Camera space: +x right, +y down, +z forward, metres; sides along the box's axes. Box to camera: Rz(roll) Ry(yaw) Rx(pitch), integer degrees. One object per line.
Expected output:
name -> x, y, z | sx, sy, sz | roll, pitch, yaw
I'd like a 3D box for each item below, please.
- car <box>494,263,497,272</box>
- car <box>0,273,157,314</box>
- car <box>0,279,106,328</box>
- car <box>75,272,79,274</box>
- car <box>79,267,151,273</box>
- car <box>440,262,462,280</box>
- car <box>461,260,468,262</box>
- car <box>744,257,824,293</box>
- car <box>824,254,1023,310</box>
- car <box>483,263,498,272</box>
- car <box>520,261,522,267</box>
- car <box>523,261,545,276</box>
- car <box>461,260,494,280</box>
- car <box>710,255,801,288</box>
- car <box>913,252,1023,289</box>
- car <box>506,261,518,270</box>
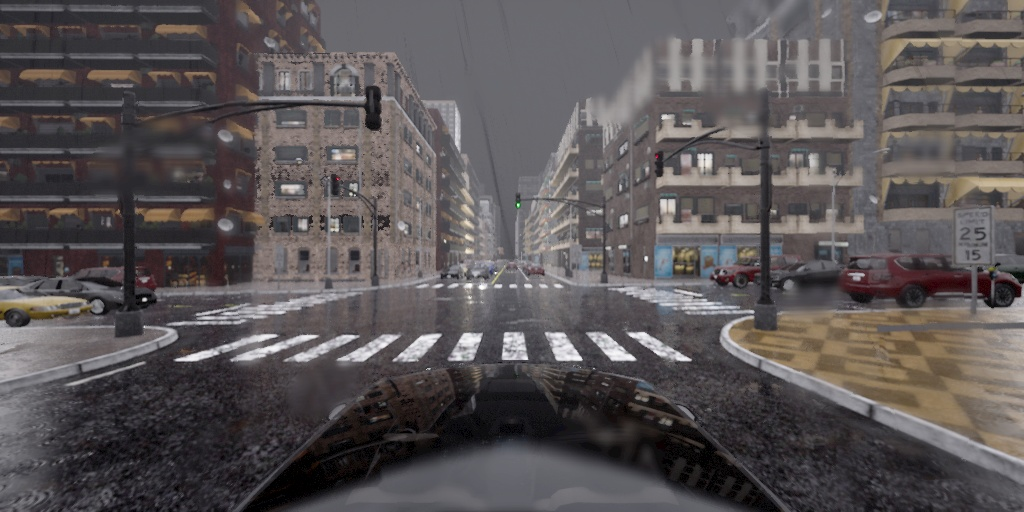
car -> -3.174, 1.481, 43.126 | 1.882, 1.535, 5.008 | 0, 0, 0
car -> -17.892, 1.640, 15.064 | 4.892, 1.490, 1.837 | -1, 0, -1
car -> -17.649, 1.650, 12.476 | 4.829, 1.417, 1.751 | 0, 0, -1
car -> -25.566, 1.792, 18.186 | 4.892, 1.490, 1.837 | -1, 0, -1
car -> -23.633, 1.576, 20.760 | 5.009, 1.841, 2.192 | 0, 0, -1
car -> -5.750, 1.518, 34.825 | 1.948, 1.339, 4.313 | 0, 0, 0
car -> -5.760, 1.513, 40.338 | 1.751, 1.417, 4.829 | 0, 0, 0
car -> 15.299, 1.012, 18.623 | 5.008, 1.535, 1.882 | -1, 0, -1
car -> 14.691, 0.839, 12.821 | 5.009, 1.841, 2.192 | 0, 0, -1
car -> -3.185, 1.668, 53.123 | 1.895, 1.301, 4.718 | 0, 0, 0
car -> 2.589, 1.678, 57.572 | 1.802, 1.307, 4.207 | 0, 0, 0
car -> 2.620, 1.427, 40.525 | 1.967, 1.591, 4.097 | 0, 0, 0
car -> -3.158, 1.436, 33.704 | 2.128, 1.511, 4.902 | 0, 0, 0
car -> 14.541, 0.873, 21.200 | 5.009, 1.841, 2.192 | 0, 0, -1
car -> 24.415, 0.716, 18.719 | 4.553, 1.767, 2.097 | -1, 0, -1
car -> 0.000, 1.647, 61.515 | 1.812, 1.442, 4.674 | 0, 0, 0
